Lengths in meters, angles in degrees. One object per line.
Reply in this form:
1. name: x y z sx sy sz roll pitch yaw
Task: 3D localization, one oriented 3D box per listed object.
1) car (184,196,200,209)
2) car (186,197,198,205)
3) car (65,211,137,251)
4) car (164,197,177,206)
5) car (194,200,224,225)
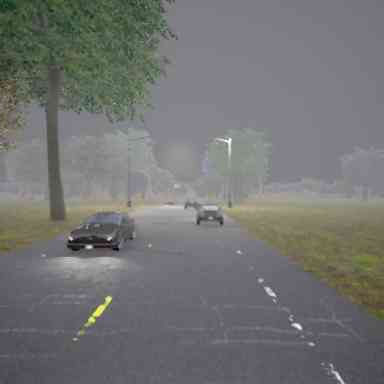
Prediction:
1. car: 0.031 1.391 46.357 2.097 1.767 4.553 0 0 0
2. car: -0.001 1.635 60.160 1.994 1.385 4.181 0 0 0
3. car: -3.599 1.549 14.297 2.033 1.411 5.357 0 0 0
4. car: -3.557 1.625 56.847 1.994 1.385 4.181 0 0 0
5. car: 1.225 1.532 23.932 1.812 1.442 4.674 0 0 0
